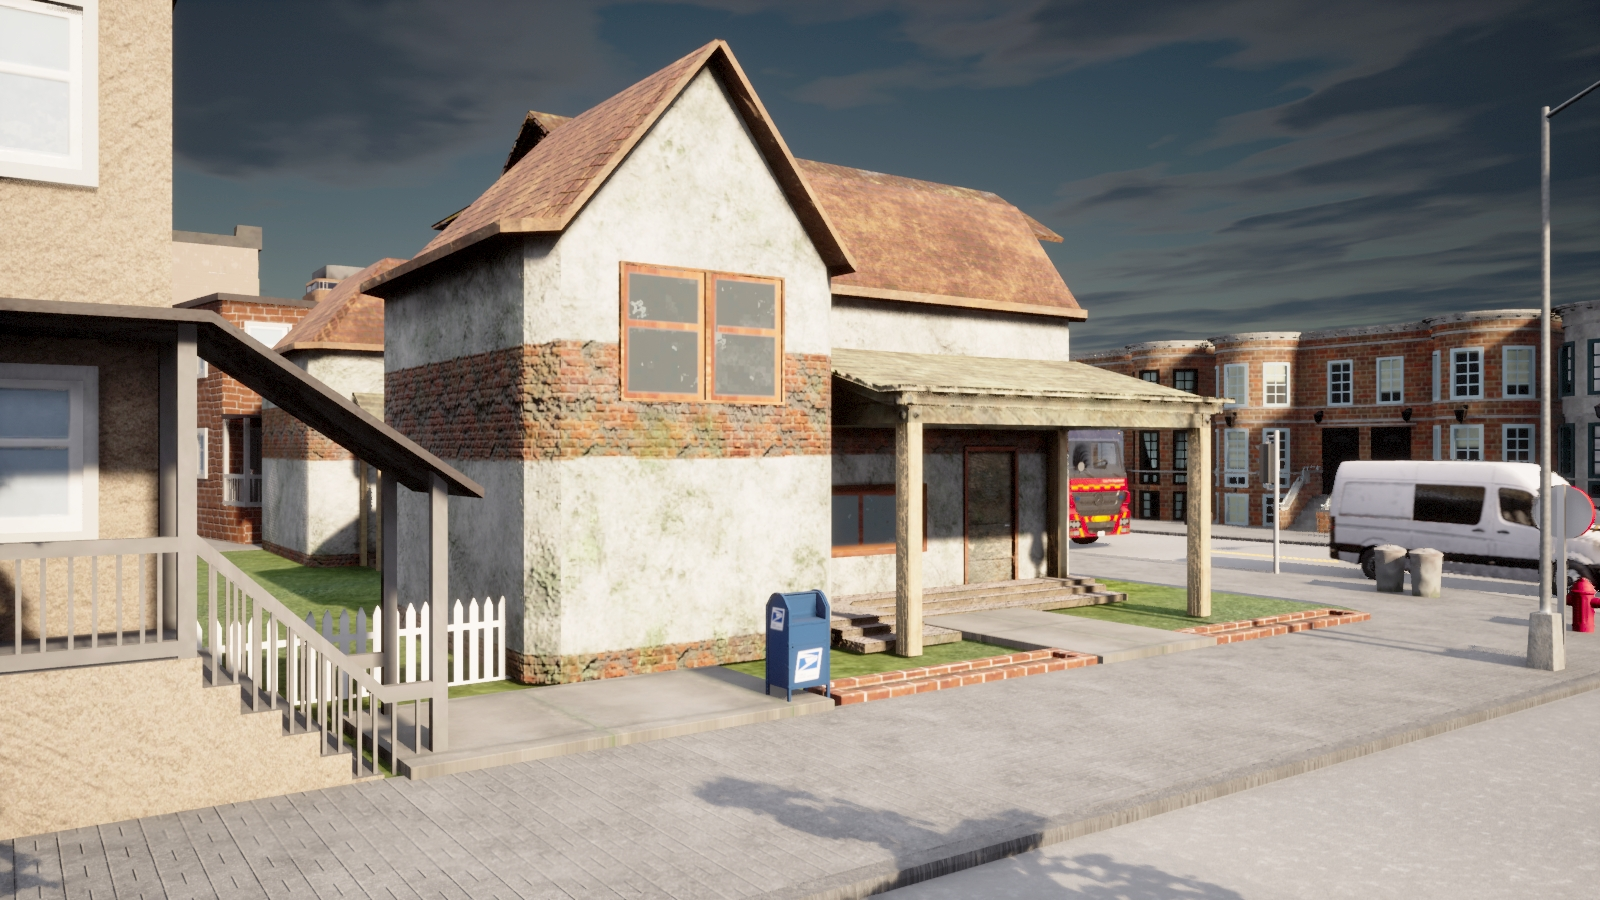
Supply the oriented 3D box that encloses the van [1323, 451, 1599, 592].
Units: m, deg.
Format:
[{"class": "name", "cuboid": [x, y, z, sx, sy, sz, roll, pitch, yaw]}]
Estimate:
[{"class": "van", "cuboid": [14.082, 1.304, 23.457, 1.988, 2.561, 5.915, 0, 0, -33]}]
